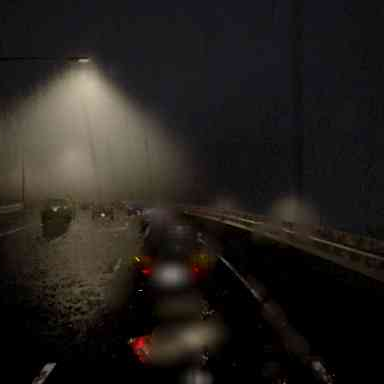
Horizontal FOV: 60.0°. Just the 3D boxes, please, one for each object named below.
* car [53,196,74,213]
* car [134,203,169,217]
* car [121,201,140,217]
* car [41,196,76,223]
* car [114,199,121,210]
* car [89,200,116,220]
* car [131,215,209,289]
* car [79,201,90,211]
[{"bbox_3d":[-17.124,1.555,44.169,2.150,2.045,5.566,0,-1,-25],"label":"car"},{"bbox_3d":[-2.485,1.709,22.005,2.033,1.411,5.357,0,0,-12],"label":"car"},{"bbox_3d":[-6.098,1.787,35.327,1.812,1.442,4.674,0,0,-18],"label":"car"},{"bbox_3d":[-11.075,1.435,27.808,2.150,2.045,5.566,0,0,-15],"label":"car"},{"bbox_3d":[-11.084,1.853,47.603,1.837,1.490,4.892,0,-2,-25],"label":"car"},{"bbox_3d":[-8.482,1.741,31.308,1.837,1.490,4.892,0,0,-17],"label":"car"},{"bbox_3d":[-0.641,1.594,9.283,1.812,1.442,4.674,0,0,-5],"label":"car"},{"bbox_3d":[-14.722,1.917,47.112,1.994,1.385,4.181,0,-1,-26],"label":"car"}]
